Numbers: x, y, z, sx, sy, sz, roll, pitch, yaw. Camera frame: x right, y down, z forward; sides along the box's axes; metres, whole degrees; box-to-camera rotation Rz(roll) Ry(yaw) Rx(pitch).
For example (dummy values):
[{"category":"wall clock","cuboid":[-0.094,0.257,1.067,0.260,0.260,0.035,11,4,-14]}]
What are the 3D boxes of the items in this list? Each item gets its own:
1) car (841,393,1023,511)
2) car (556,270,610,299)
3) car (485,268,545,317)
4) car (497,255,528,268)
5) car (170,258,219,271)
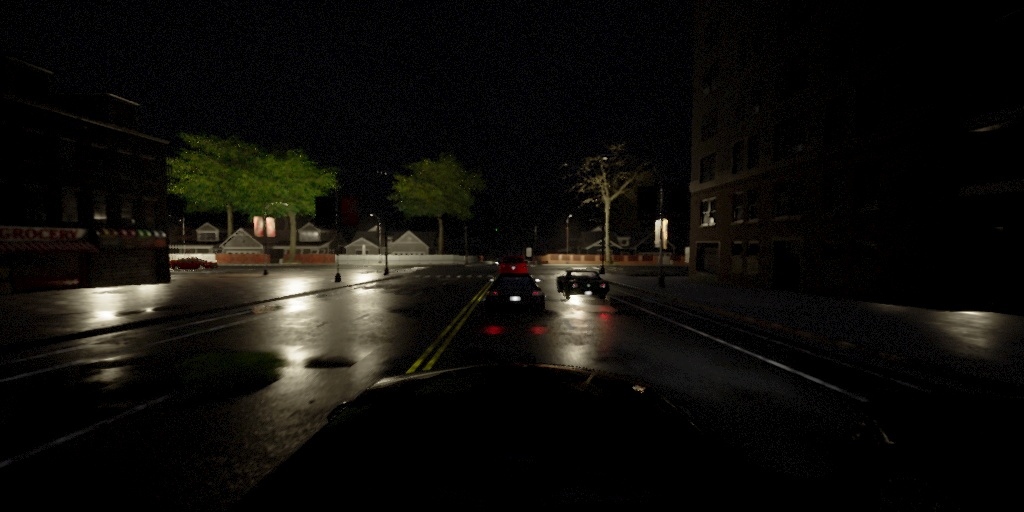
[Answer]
[{"category":"car","cuboid":[3.350,1.243,0.624,2.128,1.511,4.902,0,0,0]},{"category":"car","cuboid":[3.350,1.341,17.927,1.895,1.301,4.718,0,0,0]},{"category":"car","cuboid":[0.100,1.303,13.188,1.994,1.385,4.181,0,0,0]},{"category":"car","cuboid":[0.096,0.972,28.894,2.150,2.045,5.566,0,0,0]},{"category":"car","cuboid":[-38.792,0.997,43.878,5.008,1.535,1.882,0,2,1]}]
